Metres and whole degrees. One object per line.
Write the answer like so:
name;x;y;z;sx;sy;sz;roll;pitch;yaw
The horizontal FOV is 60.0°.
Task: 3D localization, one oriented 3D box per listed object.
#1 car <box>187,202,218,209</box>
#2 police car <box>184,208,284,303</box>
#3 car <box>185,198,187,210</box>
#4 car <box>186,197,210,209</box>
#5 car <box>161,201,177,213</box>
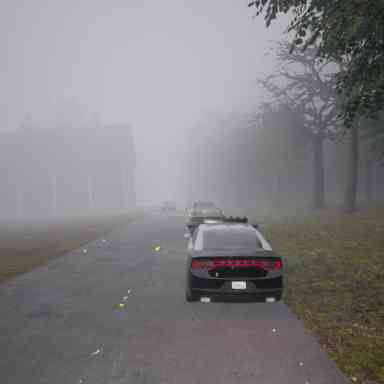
car;0.821;1.532;18.311;1.882;1.535;5.008;0;0;0
police car;0.823;1.437;8.418;1.930;1.638;5.238;0;0;0
car;0.018;1.827;45.682;2.033;1.411;5.357;0;0;1
car;0.819;1.447;24.284;2.097;1.767;4.553;0;0;0
car;-2.759;1.788;41.207;2.033;1.411;5.357;0;-1;0
